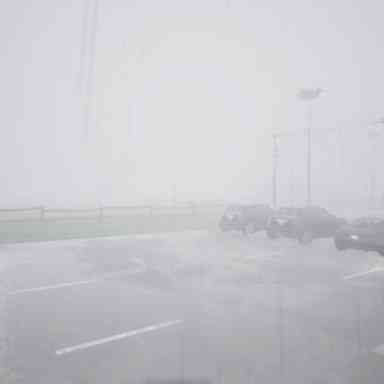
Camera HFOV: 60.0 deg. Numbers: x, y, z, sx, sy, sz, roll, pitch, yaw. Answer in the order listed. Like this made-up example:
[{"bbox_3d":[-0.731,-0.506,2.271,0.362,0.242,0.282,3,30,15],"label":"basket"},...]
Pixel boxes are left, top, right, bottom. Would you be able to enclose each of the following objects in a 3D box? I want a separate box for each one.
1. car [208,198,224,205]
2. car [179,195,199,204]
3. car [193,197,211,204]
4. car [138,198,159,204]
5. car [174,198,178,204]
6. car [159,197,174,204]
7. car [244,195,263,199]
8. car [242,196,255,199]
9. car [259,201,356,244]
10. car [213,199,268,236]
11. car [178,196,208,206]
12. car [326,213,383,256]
[{"bbox_3d":[2.975,1.835,57.291,1.994,1.385,4.181,1,0,-36],"label":"car"},{"bbox_3d":[-0.684,1.673,74.306,2.097,1.767,4.553,1,0,-36],"label":"car"},{"bbox_3d":[2.296,1.899,76.156,1.994,1.385,4.181,1,0,-36],"label":"car"},{"bbox_3d":[-9.208,1.849,68.171,1.895,1.301,4.718,1,0,-36],"label":"car"},{"bbox_3d":[-3.460,1.891,72.169,1.895,1.301,4.718,1,0,-36],"label":"car"},{"bbox_3d":[-6.287,1.816,70.107,1.994,1.385,4.181,1,0,-36],"label":"car"},{"bbox_3d":[11.884,1.571,62.962,2.150,2.045,5.566,1,0,-36],"label":"car"},{"bbox_3d":[8.818,1.888,61.199,1.994,1.385,4.181,1,0,-36],"label":"car"},{"bbox_3d":[5.844,1.460,16.547,4.553,1.767,2.097,0,0,-35],"label":"car"},{"bbox_3d":[3.796,1.460,19.387,4.553,1.767,2.097,1,0,-35],"label":"car"},{"bbox_3d":[0.090,1.770,55.300,1.812,1.442,4.674,1,0,-36],"label":"car"},{"bbox_3d":[7.691,1.670,13.565,4.181,1.385,1.994,0,0,-35],"label":"car"}]
